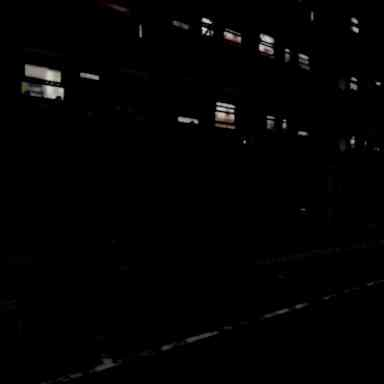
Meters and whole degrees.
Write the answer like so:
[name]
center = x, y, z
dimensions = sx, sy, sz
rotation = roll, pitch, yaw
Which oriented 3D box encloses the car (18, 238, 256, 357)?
[car]
center = -0.711, 1.580, 6.064
dimensions = 4.313, 1.339, 1.947
rotation = 0, -1, -35
